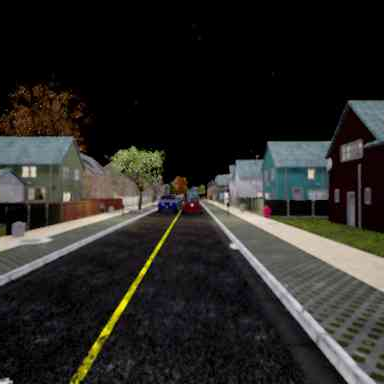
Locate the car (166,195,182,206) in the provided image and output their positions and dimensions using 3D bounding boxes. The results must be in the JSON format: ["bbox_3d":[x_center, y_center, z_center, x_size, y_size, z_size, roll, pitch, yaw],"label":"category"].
[{"bbox_3d":[-2.737,1.285,50.881,2.128,1.511,4.902,0,0,0],"label":"car"}]

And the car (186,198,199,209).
[{"bbox_3d":[0.042,1.619,48.056,1.812,1.442,4.674,0,0,1],"label":"car"}]

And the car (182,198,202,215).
[{"bbox_3d":[0.009,1.394,34.996,2.097,1.767,4.553,0,0,0],"label":"car"}]

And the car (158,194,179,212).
[{"bbox_3d":[-2.740,1.278,39.049,2.150,2.045,5.566,0,0,0],"label":"car"}]
